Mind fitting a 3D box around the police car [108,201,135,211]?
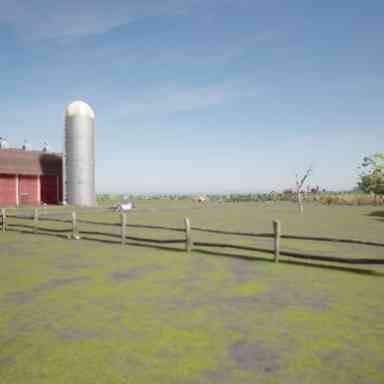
[{"bbox_3d":[-11.981,2.402,56.164,2.038,1.542,4.974,-1,-1,35],"label":"police car"}]
